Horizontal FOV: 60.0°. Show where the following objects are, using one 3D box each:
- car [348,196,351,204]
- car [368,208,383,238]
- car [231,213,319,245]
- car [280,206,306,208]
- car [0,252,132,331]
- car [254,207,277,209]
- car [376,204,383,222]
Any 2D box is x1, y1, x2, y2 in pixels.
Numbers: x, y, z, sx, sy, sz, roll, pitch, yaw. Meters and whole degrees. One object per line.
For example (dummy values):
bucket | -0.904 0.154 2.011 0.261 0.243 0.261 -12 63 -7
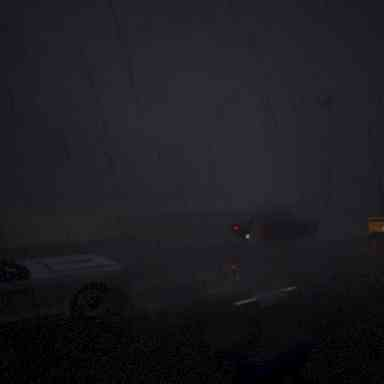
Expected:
car | 33.847 1.752 72.963 2.097 1.767 4.553 0 0 30
car | 10.921 1.581 17.287 5.008 1.535 1.882 0 0 -42
car | 4.166 1.677 16.053 4.718 1.301 1.895 0 0 -40
car | 12.136 1.715 38.198 1.812 1.442 4.674 0 0 43
car | -3.477 1.611 5.646 4.718 1.301 1.895 0 0 -36
car | 9.361 1.666 40.365 1.882 1.535 5.008 0 0 43
car | 17.493 1.733 28.379 1.994 1.385 4.181 0 0 45
